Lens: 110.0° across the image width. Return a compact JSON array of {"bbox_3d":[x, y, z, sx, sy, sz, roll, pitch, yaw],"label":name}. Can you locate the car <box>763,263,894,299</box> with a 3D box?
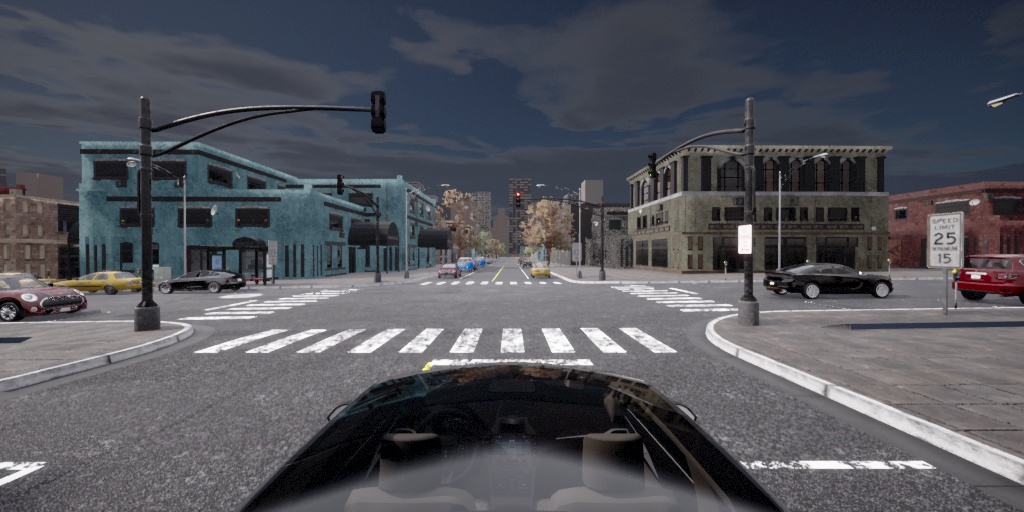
[{"bbox_3d":[14.179,1.050,16.187,5.008,1.535,1.882,-1,1,-1],"label":"car"}]

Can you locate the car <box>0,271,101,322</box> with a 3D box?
[{"bbox_3d":[-18.090,1.423,12.897,4.097,1.591,1.967,0,0,-1],"label":"car"}]

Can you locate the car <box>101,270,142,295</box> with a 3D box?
[{"bbox_3d":[-24.048,1.501,21.128,4.829,1.417,1.751,0,0,-1],"label":"car"}]

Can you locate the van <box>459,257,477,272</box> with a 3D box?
[{"bbox_3d":[-5.767,1.082,44.546,1.690,1.789,3.998,0,0,0],"label":"van"}]

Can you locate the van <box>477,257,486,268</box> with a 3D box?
[{"bbox_3d":[-5.799,1.078,61.185,1.690,1.789,3.998,0,0,0],"label":"van"}]

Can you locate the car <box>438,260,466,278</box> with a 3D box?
[{"bbox_3d":[-5.746,1.326,33.454,1.802,1.307,4.207,0,0,0],"label":"car"}]

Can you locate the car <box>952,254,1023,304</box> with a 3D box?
[{"bbox_3d":[19.926,0.842,13.616,5.009,1.841,2.192,0,0,-1],"label":"car"}]

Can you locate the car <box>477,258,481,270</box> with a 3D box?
[{"bbox_3d":[-5.778,1.285,50.093,1.888,1.381,4.507,0,0,0],"label":"car"}]

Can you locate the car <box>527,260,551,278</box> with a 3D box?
[{"bbox_3d":[2.634,1.269,33.639,1.751,1.417,4.829,0,0,0],"label":"car"}]

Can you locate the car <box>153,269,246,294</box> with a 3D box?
[{"bbox_3d":[-18.225,1.474,21.244,4.313,1.339,1.948,0,0,-1],"label":"car"}]

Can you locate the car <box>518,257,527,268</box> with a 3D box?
[{"bbox_3d":[2.582,1.288,61.201,2.007,1.370,4.403,0,0,0],"label":"car"}]
